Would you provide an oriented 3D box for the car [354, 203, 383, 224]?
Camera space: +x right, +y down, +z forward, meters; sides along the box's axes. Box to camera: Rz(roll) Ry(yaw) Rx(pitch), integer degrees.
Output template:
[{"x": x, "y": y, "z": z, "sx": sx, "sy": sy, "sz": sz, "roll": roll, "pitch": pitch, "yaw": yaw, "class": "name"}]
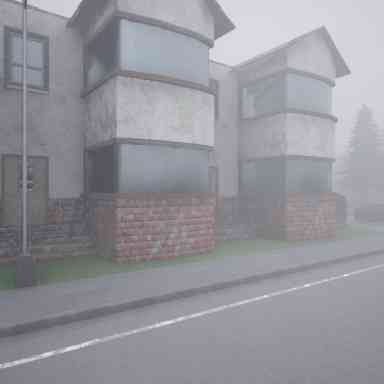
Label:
[{"x": 13.528, "y": 1.506, "z": 22.383, "sx": 1.837, "sy": 1.490, "sz": 4.892, "roll": 0, "pitch": 0, "yaw": -34, "class": "car"}]
